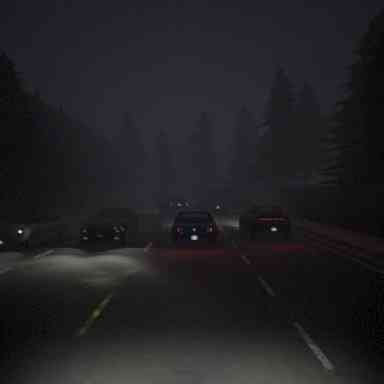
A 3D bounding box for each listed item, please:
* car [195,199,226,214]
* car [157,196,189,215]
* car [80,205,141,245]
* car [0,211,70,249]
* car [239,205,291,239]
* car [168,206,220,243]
[{"bbox_3d":[1.731,1.426,33.299,1.994,1.385,4.181,0,0,-21],"label":"car"},{"bbox_3d":[-1.906,1.217,32.486,2.097,1.767,4.553,0,0,-21],"label":"car"},{"bbox_3d":[-3.591,1.413,15.395,1.882,1.535,5.008,0,0,0],"label":"car"},{"bbox_3d":[-7.058,1.540,14.465,1.895,1.301,4.718,0,0,1],"label":"car"},{"bbox_3d":[3.601,1.420,17.046,2.128,1.511,4.902,0,0,0],"label":"car"},{"bbox_3d":[0.103,1.535,15.646,1.895,1.301,4.718,0,0,0],"label":"car"}]
